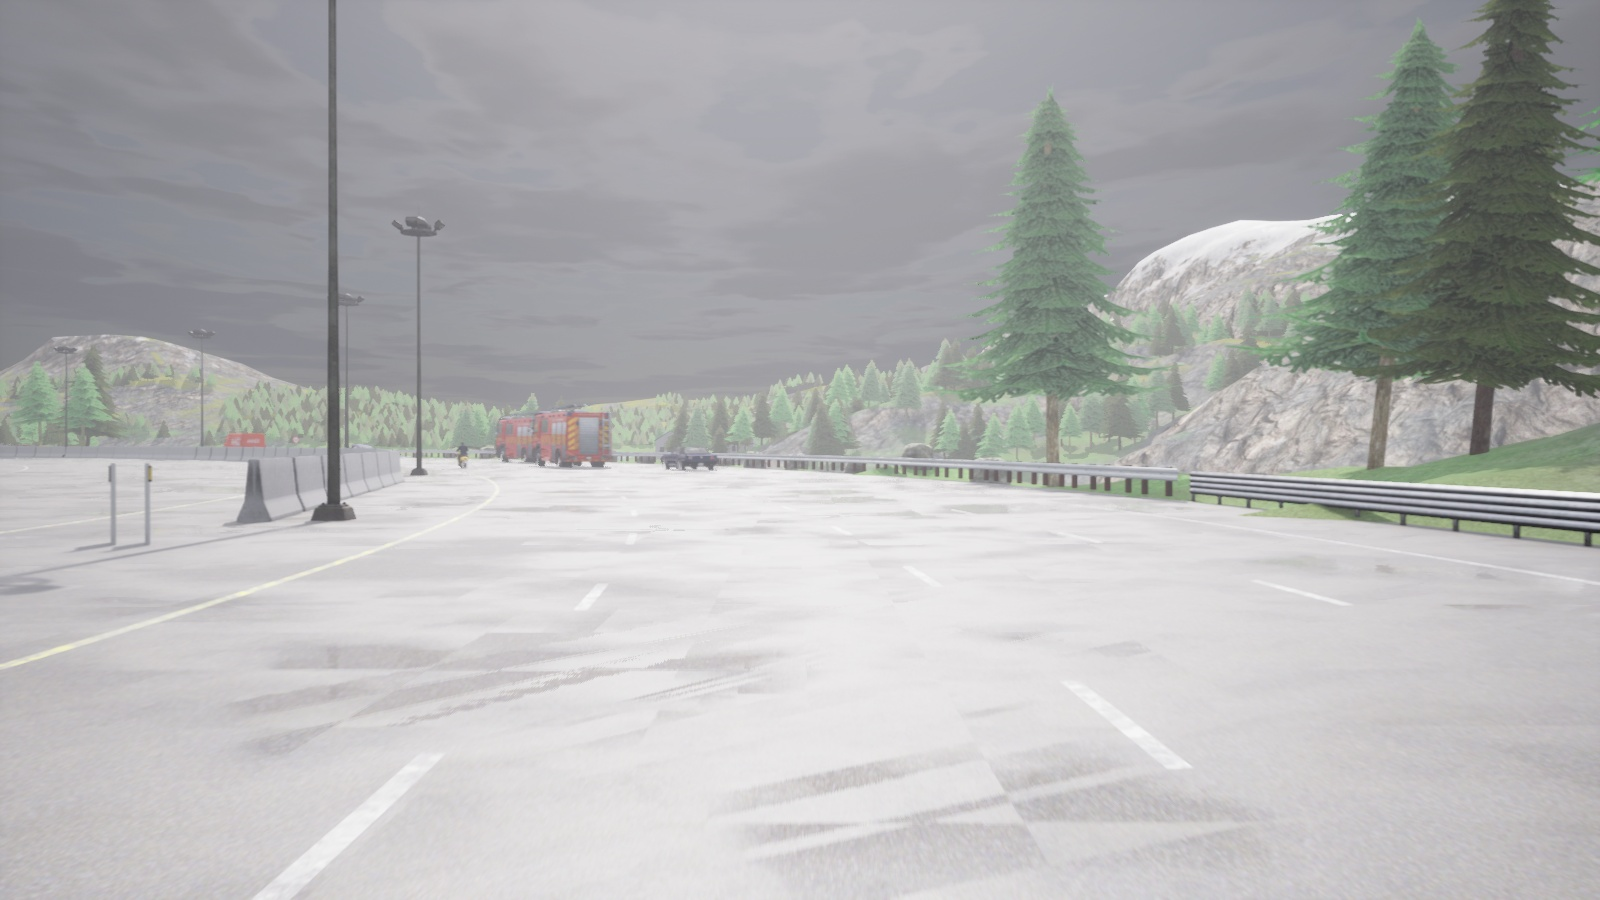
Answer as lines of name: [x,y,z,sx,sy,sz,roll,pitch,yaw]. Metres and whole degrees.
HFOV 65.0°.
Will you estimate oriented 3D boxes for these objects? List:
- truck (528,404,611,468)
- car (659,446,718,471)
truck: [-14.657,-0.876,79.259,2.891,3.827,8.468,0,0,-26]
car: [-6.191,0.453,69.085,1.895,1.301,4.718,0,0,-22]
